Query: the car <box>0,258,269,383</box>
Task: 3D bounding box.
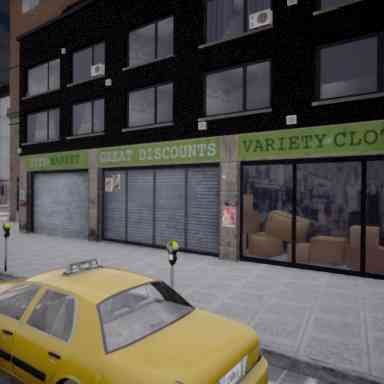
[{"bbox_3d":[-1.523,1.524,4.177,4.829,1.417,1.752,0,1,35],"label":"car"}]
